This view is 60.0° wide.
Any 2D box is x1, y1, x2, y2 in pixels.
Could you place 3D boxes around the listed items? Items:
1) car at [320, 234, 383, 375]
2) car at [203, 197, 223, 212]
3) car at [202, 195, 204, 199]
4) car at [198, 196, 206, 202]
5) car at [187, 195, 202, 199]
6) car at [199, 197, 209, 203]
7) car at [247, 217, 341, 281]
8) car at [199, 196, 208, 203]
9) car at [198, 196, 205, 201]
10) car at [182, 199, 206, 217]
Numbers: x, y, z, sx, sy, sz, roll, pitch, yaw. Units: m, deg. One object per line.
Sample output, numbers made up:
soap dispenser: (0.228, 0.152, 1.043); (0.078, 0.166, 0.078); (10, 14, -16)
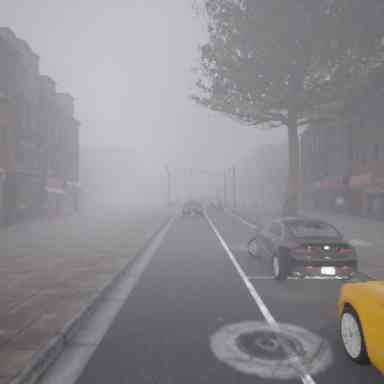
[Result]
car: (3.015, 1.474, 2.797); (1.882, 1.535, 5.008); (0, 0, 0)
car: (2.654, 1.445, 39.577); (1.967, 1.590, 4.097); (2, 0, 0)
car: (2.641, 1.663, 66.324); (1.947, 1.339, 4.313); (1, 0, 0)
car: (2.634, 1.822, 88.073); (1.947, 1.339, 4.313); (1, -1, 0)
car: (-0.055, 1.518, 44.498); (1.837, 1.490, 4.892); (0, 0, -2)
car: (2.639, 1.696, 71.761); (1.947, 1.339, 4.313); (1, 0, 0)
car: (3.019, 1.493, 9.801); (1.837, 1.490, 4.892); (0, 0, 0)
car: (2.639, 1.694, 77.367); (1.752, 1.417, 4.829); (1, 0, 0)
car: (2.633, 1.833, 93.680); (1.752, 1.417, 4.829); (1, -1, 0)
car: (0.067, 1.592, 31.264); (1.895, 1.301, 4.718); (0, 0, 0)
